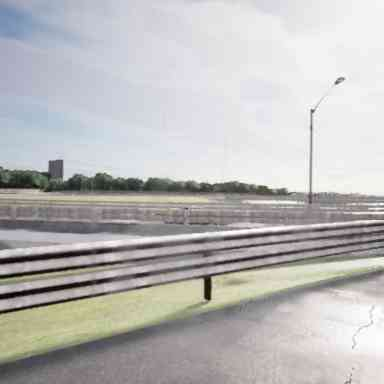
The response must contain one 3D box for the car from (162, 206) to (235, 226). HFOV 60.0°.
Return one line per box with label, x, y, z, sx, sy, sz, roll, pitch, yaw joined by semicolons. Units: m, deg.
car;0.543;1.591;21.326;4.718;1.301;1.895;1;0;8
